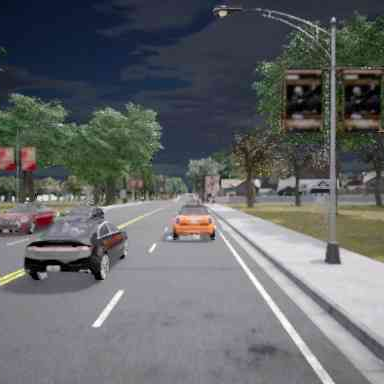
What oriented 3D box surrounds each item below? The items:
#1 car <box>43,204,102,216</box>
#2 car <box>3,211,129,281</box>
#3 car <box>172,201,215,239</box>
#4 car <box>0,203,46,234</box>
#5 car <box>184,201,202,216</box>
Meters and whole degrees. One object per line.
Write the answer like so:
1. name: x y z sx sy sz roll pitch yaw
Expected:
1. car: -6.506 1.551 19.647 2.128 1.511 4.902 0 0 0
2. car: -3.153 1.544 9.994 2.128 1.511 4.902 0 0 0
3. car: 0.094 1.452 17.966 2.097 1.767 4.553 0 0 0
4. car: -9.756 1.469 19.677 2.097 1.767 4.553 0 0 0
5. car: 0.088 1.724 36.357 1.837 1.490 4.892 0 0 0
